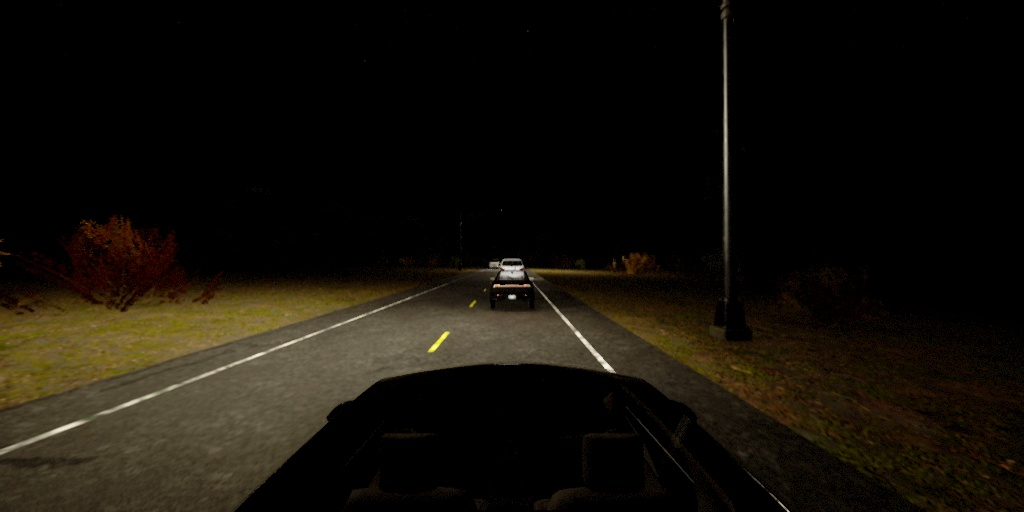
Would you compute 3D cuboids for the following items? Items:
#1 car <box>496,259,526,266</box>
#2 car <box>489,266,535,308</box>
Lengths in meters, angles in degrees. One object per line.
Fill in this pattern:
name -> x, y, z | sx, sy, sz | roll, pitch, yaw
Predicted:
car -> 0.008, 1.243, 30.887 | 2.150, 2.045, 5.566 | 0, 0, 0
car -> 0.008, 1.378, 16.154 | 2.128, 1.511, 4.902 | 0, 0, 0
